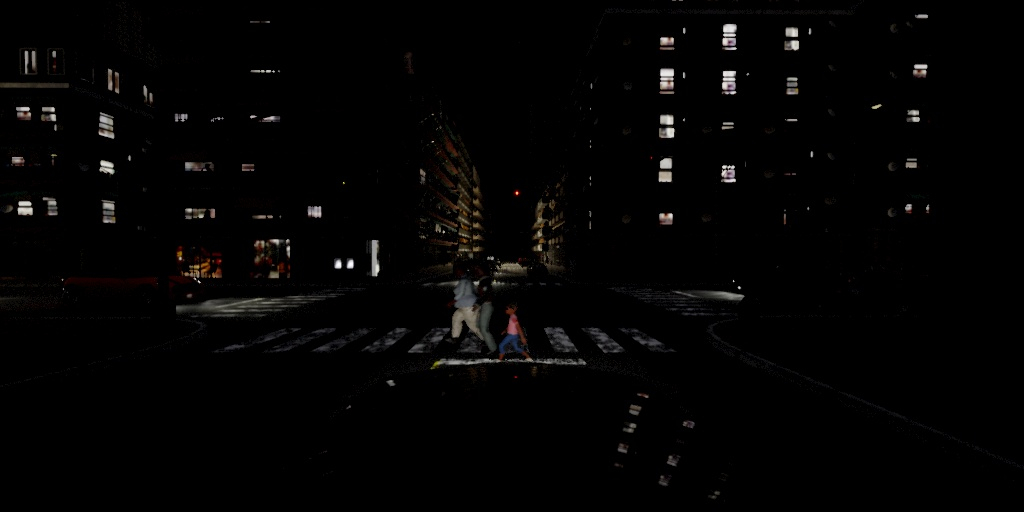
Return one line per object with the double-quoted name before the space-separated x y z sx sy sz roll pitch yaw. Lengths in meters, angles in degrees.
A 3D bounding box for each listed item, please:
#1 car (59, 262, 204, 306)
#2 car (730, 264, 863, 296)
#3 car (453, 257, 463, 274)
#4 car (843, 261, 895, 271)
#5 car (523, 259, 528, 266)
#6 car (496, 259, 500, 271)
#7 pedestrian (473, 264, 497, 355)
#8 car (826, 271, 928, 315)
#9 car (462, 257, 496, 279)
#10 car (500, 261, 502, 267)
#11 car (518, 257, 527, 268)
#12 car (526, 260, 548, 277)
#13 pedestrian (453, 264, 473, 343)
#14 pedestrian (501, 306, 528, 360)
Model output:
"car" -16.082 1.130 15.399 4.553 1.767 2.097 0 1 0
"car" 14.478 1.258 18.672 5.357 1.411 2.033 0 1 -1
"car" -5.325 1.052 40.162 2.192 1.841 5.009 0 0 0
"car" 20.240 1.111 21.198 4.097 1.591 1.967 0 0 -1
"car" 2.556 1.288 40.105 2.007 1.370 4.403 0 0 0
"car" -2.850 1.241 45.233 1.837 1.490 4.892 0 0 0
"pedestrian" -0.527 1.043 7.242 0.375 1.860 0.375 -1 1 0
"car" 14.726 1.348 13.267 4.313 1.339 1.948 0 0 -1
"car" -2.851 1.093 31.871 2.097 1.767 4.553 0 0 0
"car" -2.804 1.274 63.418 2.033 1.411 5.357 0 0 0
"car" 2.551 1.272 62.262 1.888 1.381 4.507 0 0 0
"car" 2.557 1.321 34.566 1.802 1.307 4.207 0 0 0
"pedestrian" -0.996 1.042 7.848 0.375 1.860 0.375 -1 1 0
"pedestrian" 0.042 1.042 6.650 0.375 1.860 0.375 -1 1 0
